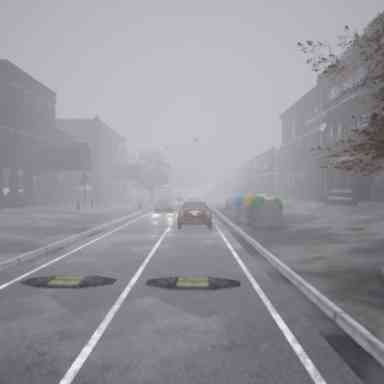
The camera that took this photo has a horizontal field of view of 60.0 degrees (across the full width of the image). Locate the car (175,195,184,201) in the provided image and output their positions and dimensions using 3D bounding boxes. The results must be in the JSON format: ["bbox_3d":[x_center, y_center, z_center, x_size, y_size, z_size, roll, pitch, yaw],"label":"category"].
[{"bbox_3d":[-2.748,1.478,76.934,1.895,1.301,4.718,0,0,0],"label":"car"}]

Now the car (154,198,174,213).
[{"bbox_3d":[-2.978,1.448,35.680,1.837,1.490,4.892,0,0,0],"label":"car"}]

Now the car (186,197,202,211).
[{"bbox_3d":[0.231,1.449,40.310,1.837,1.490,4.892,0,0,0],"label":"car"}]

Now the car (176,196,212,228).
[{"bbox_3d":[0.169,1.312,21.776,2.097,1.767,4.553,0,0,0],"label":"car"}]
